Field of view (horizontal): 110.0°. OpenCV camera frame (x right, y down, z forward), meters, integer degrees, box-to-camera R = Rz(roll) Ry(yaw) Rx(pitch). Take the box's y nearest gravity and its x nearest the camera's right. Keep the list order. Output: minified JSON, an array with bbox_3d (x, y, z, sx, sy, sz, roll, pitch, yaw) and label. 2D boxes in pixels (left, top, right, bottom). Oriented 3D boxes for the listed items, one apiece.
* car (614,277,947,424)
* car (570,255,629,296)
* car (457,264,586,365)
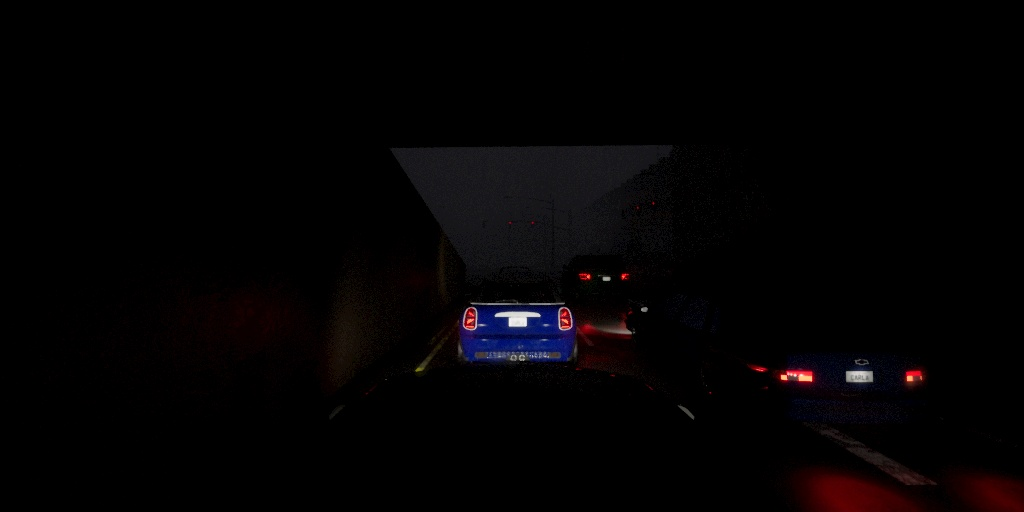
[{"bbox_3d":[3.611,1.297,6.228,2.033,1.411,5.357,0,0,0],"label":"car"},{"bbox_3d":[3.647,0.971,16.474,2.150,2.045,5.566,0,0,0],"label":"car"},{"bbox_3d":[0.108,1.102,7.999,2.097,1.767,4.553,0,0,0],"label":"car"}]
